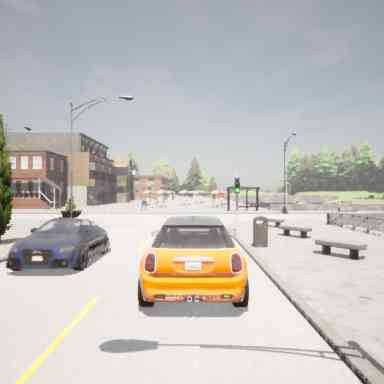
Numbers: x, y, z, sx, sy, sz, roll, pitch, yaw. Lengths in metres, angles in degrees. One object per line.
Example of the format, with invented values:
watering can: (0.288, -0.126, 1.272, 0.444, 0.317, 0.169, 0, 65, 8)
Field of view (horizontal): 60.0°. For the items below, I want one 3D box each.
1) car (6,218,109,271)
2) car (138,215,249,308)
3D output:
car: (-4.072, 1.564, 10.758, 1.994, 1.385, 4.181, 0, 0, 0)
car: (0.042, 1.352, 8.100, 2.097, 1.767, 4.553, 0, 0, 1)
